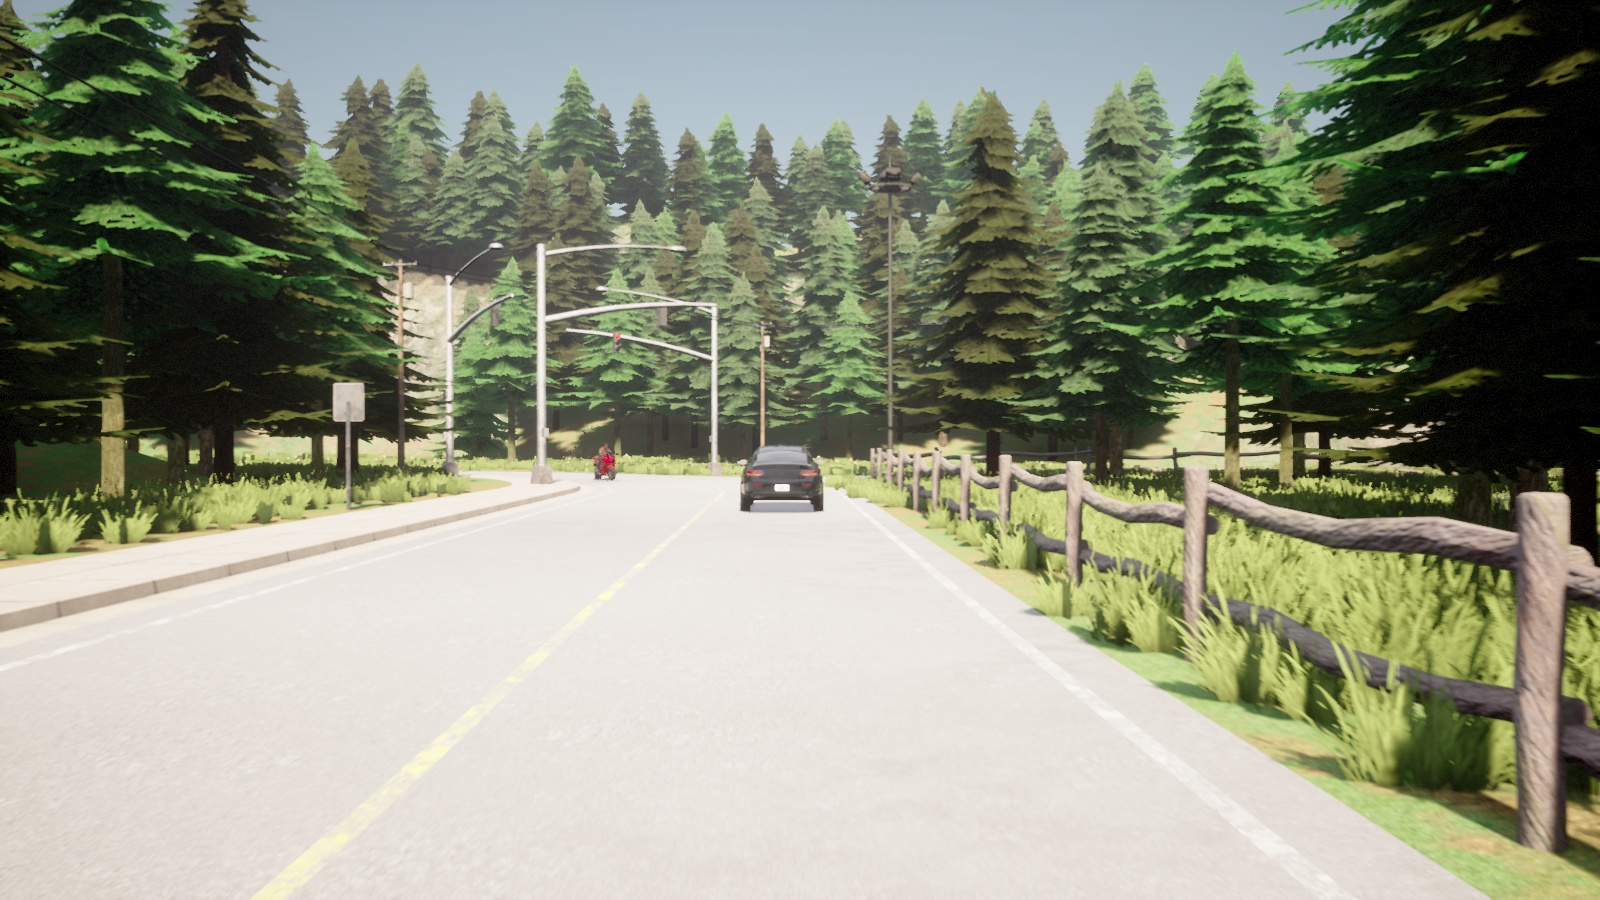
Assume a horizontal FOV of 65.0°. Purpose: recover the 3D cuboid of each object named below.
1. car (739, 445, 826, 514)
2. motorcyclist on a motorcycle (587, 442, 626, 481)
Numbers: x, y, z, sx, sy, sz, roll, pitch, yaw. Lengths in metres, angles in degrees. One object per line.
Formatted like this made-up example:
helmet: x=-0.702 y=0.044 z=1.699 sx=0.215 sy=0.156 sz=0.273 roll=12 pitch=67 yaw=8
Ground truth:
car: x=-0.403 y=0.618 z=28.699 sx=1.812 sy=1.442 sz=4.674 roll=0 pitch=0 yaw=-1
motorcyclist on a motorcycle: x=-7.739 y=0.455 z=50.136 sx=0.797 sy=1.523 sz=2.044 roll=-1 pitch=1 yaw=-31
